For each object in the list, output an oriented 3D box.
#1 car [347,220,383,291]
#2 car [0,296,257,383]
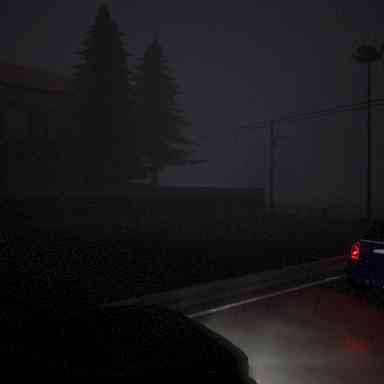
[{"bbox_3d":[5.706,1.352,7.825,4.553,1.767,2.097,0,0,-35],"label":"car"},{"bbox_3d":[-1.993,1.547,2.305,5.357,1.411,2.033,0,0,-36],"label":"car"}]
